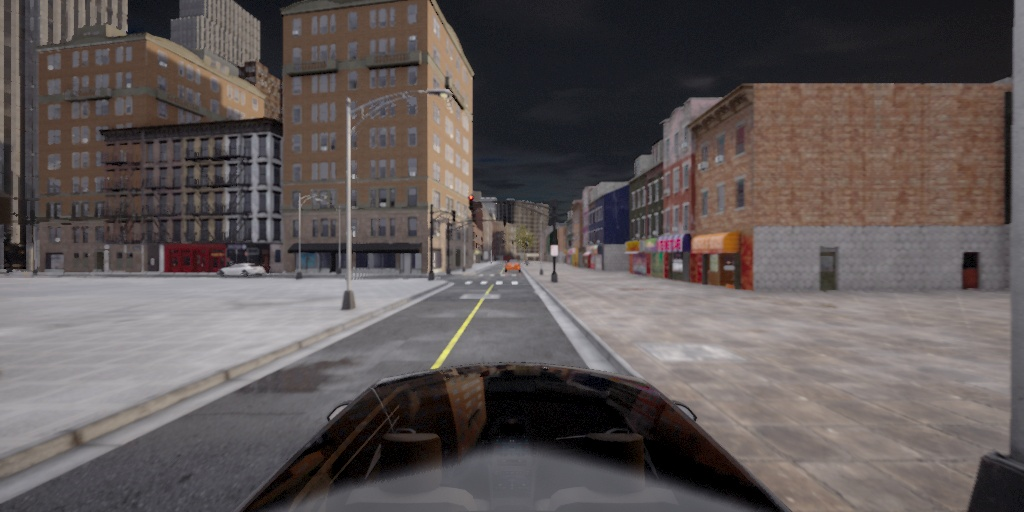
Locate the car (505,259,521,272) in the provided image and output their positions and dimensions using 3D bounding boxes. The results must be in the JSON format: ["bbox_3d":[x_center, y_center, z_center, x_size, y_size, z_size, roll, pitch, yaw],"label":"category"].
[{"bbox_3d":[0.116,1.202,48.170,2.097,1.767,4.553,0,0,0],"label":"car"}]

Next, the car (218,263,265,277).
[{"bbox_3d":[-28.616,1.490,37.986,4.674,1.442,1.812,0,0,9],"label":"car"}]
